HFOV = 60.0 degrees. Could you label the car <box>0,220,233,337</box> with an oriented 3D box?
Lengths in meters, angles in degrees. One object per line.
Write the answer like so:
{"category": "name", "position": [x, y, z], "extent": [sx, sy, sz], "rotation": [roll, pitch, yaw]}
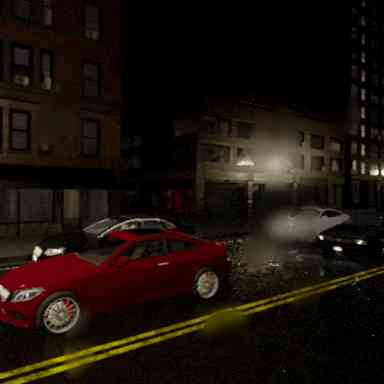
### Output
{"category": "car", "position": [-1.242, 1.510, 6.741], "extent": [4.674, 1.442, 1.812], "rotation": [0, 0, -35]}

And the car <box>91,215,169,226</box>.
{"category": "car", "position": [-2.092, 1.469, 10.112], "extent": [4.902, 1.511, 2.128], "rotation": [0, 0, -35]}

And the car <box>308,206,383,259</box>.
{"category": "car", "position": [6.977, 1.476, 12.526], "extent": [5.357, 1.411, 2.033], "rotation": [0, 0, -35]}

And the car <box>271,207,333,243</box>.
{"category": "car", "position": [5.770, 1.449, 15.664], "extent": [4.674, 1.442, 1.812], "rotation": [0, 0, -35]}
